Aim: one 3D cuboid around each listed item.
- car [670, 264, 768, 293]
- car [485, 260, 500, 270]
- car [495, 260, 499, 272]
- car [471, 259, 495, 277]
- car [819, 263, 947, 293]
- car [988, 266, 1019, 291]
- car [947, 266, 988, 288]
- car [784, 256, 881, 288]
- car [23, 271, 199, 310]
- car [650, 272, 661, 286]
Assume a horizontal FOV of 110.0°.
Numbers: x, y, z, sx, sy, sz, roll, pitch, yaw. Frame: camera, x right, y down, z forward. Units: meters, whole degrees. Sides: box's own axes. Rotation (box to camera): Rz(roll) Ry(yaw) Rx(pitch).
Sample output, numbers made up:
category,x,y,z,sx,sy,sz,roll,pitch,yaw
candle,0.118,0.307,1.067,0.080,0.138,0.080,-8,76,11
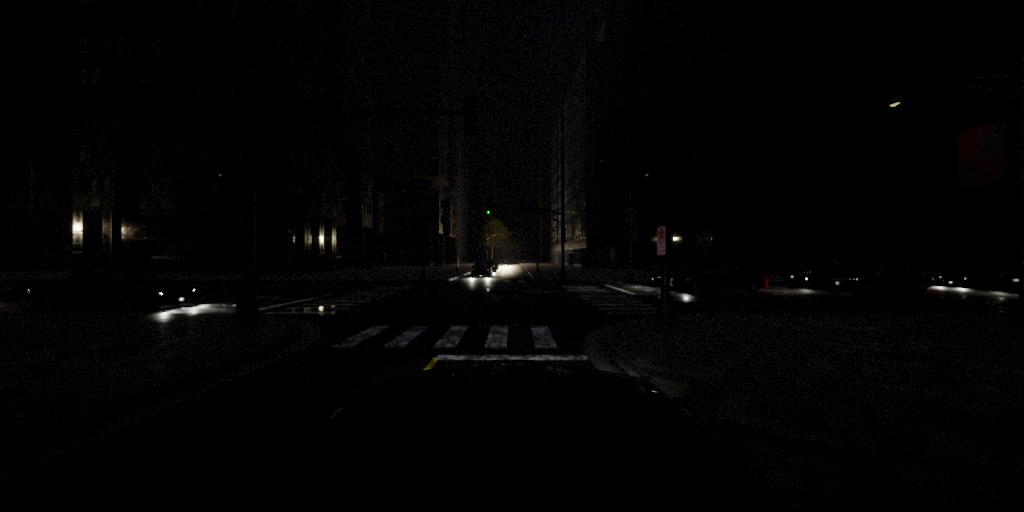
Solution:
category,x,y,z,sx,sy,sz,roll,pitch,yaw
car,12.005,1.288,20.835,5.008,1.535,1.882,0,0,1
car,-3.131,1.388,57.105,2.128,1.511,4.902,0,0,0
car,-3.119,1.222,47.190,2.097,1.767,4.553,0,0,0
car,-3.104,1.322,37.409,1.882,1.535,5.008,0,0,1
car,21.329,1.313,20.793,4.902,1.511,2.128,0,0,0
car,31.942,1.058,20.745,5.566,2.045,2.150,0,0,0
car,32.038,1.387,23.994,5.357,1.411,2.033,0,0,0
car,21.582,1.047,24.029,5.566,2.045,2.150,0,0,1
car,-15.763,1.327,14.234,5.357,1.411,2.033,0,0,0
car,11.851,1.318,24.091,4.892,1.490,1.837,0,0,-1
